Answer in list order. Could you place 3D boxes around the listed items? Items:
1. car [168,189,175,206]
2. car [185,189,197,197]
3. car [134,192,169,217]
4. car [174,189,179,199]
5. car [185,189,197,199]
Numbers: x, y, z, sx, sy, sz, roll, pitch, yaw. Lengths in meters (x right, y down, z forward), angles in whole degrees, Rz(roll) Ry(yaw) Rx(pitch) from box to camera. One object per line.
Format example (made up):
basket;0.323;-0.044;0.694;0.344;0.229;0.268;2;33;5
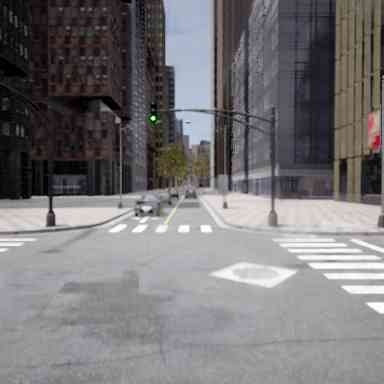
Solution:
car;-3.197;0.739;37.384;1.812;1.442;4.674;0;1;0
car;-0.214;0.123;65.235;2.128;1.511;4.902;0;1;0
car;-3.167;0.961;25.173;2.128;1.511;4.902;0;1;-1
car;-3.208;0.316;55.286;1.882;1.535;5.008;0;1;0
car;-0.177;0.364;55.233;1.812;1.442;4.674;0;1;0
